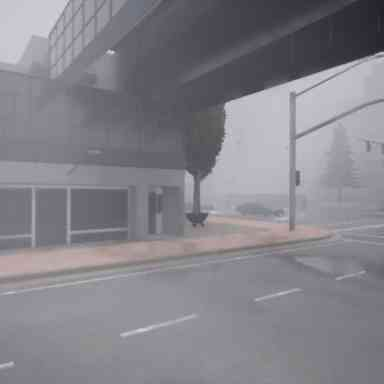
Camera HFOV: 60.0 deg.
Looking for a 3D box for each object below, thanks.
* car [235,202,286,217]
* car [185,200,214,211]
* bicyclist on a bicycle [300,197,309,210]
[{"bbox_3d":[6.625,1.656,33.023,2.033,1.411,5.357,0,0,-36],"label":"car"},{"bbox_3d":[0.808,1.672,41.121,1.994,1.385,4.181,0,0,-36],"label":"car"},{"bbox_3d":[14.046,1.458,41.516,1.656,1.620,0.582,0,0,-36],"label":"bicyclist on a bicycle"}]
